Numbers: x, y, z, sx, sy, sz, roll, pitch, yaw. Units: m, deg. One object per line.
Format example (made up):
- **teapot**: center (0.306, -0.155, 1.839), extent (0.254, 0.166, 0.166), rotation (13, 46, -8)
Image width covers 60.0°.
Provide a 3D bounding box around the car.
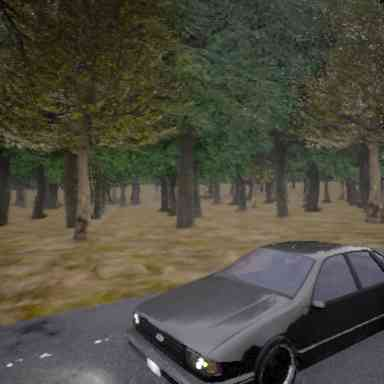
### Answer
- **car**: center (1.757, 1.525, 5.195), extent (5.357, 1.411, 2.033), rotation (0, 0, -35)
